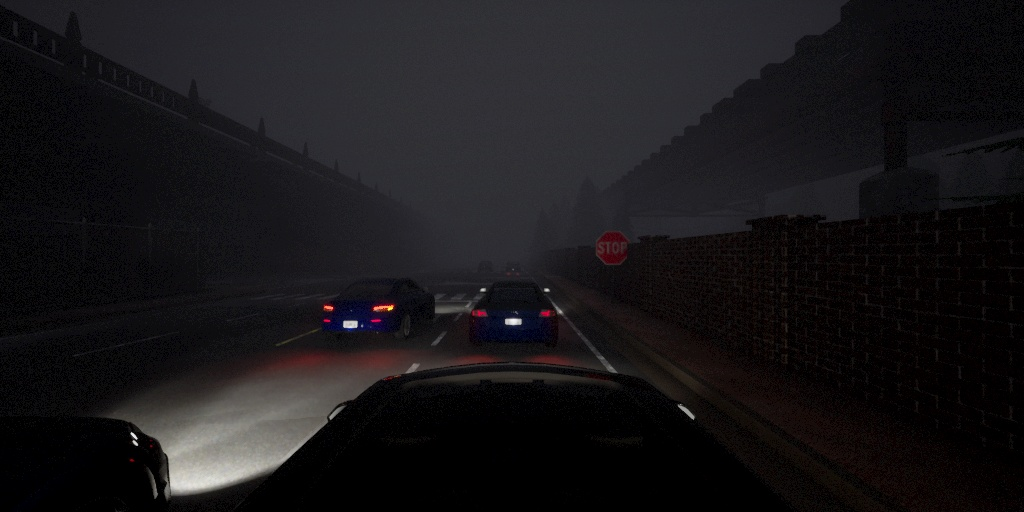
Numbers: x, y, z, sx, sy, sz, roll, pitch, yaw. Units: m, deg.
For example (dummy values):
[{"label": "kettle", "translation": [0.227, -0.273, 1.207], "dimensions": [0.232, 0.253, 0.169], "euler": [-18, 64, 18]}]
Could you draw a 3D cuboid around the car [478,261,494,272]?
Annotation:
[{"label": "car", "translation": [-3.380, 1.297, 45.981], "dimensions": [2.033, 1.411, 5.357], "euler": [0, 0, -1]}]

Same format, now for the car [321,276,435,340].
[{"label": "car", "translation": [-3.410, 1.276, 9.859], "dimensions": [1.812, 1.442, 4.674], "euler": [0, 0, 0]}]

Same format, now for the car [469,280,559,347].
[{"label": "car", "translation": [0.072, 1.314, 9.335], "dimensions": [1.994, 1.385, 4.181], "euler": [0, 0, 1]}]

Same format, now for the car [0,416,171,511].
[{"label": "car", "translation": [-3.399, 1.314, 0.763], "dimensions": [1.994, 1.385, 4.181], "euler": [0, 0, 0]}]

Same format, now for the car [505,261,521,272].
[{"label": "car", "translation": [0.115, 1.351, 46.149], "dimensions": [1.895, 1.301, 4.718], "euler": [0, 0, -1]}]
